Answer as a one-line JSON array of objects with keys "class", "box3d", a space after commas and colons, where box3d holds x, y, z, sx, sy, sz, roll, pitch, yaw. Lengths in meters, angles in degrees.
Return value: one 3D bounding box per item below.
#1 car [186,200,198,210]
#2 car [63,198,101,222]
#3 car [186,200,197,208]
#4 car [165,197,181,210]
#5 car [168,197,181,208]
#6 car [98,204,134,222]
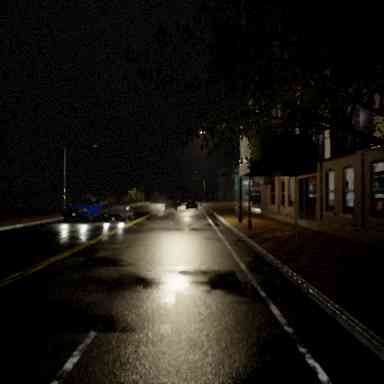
[{"class": "car", "box3d": [-0.022, 2.136, 53.567, 1.994, 1.385, 4.181, 0, -1, 0]}, {"class": "car", "box3d": [-9.768, 1.553, 30.281, 2.150, 2.045, 5.566, 0, -1, 0]}, {"class": "car", "box3d": [-0.026, 2.224, 63.569, 2.033, 1.411, 5.357, 0, -1, 0]}, {"class": "car", "box3d": [-3.272, 2.060, 53.150, 2.128, 1.511, 4.902, 0, -1, 0]}, {"class": "car", "box3d": [-3.277, 1.895, 63.601, 2.150, 2.045, 5.566, 0, -1, 0]}, {"class": "car", "box3d": [-6.517, 1.874, 30.248, 2.033, 1.411, 5.357, 0, -1, 0]}]
